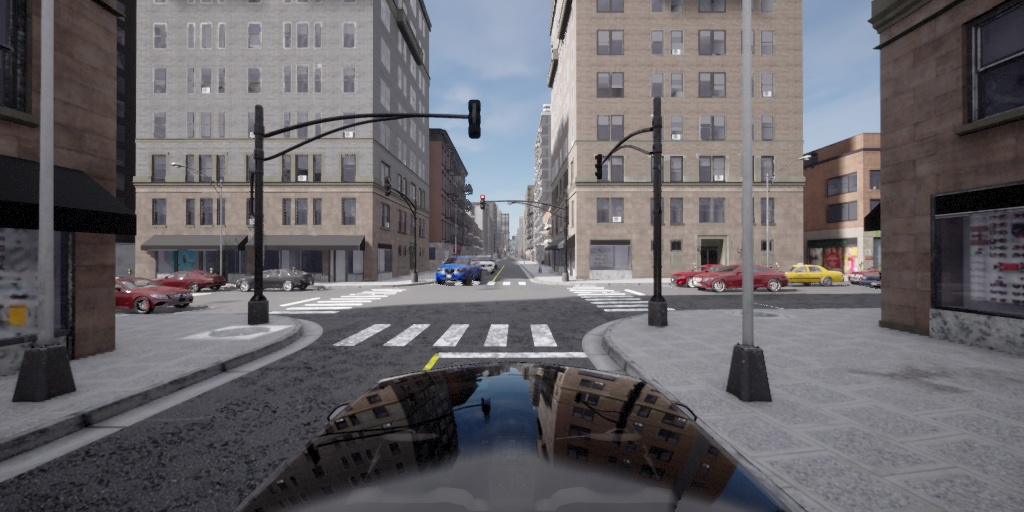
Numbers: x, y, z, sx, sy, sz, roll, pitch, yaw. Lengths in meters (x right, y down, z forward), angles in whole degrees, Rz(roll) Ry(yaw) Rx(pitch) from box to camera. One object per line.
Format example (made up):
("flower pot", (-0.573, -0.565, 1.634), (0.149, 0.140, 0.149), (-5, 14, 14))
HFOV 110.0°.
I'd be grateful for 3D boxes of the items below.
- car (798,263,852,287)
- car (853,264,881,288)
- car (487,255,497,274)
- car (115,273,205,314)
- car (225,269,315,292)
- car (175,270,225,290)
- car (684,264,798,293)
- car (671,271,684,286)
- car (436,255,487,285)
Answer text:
("car", (17.454, 1.120, 21.993), (4.829, 1.417, 1.751), (0, 0, 0))
("car", (22.090, 1.087, 19.207), (5.357, 1.411, 2.033), (-1, 0, 1))
("car", (-3.131, 0.950, 40.493), (2.150, 2.045, 5.566), (0, 1, -1))
("car", (-14.660, 1.453, 13.674), (4.207, 1.307, 1.802), (0, 0, 0))
("car", (-14.631, 1.461, 22.200), (4.403, 1.370, 2.007), (0, 0, 0))
("car", (-20.159, 1.548, 22.236), (4.207, 1.307, 1.802), (0, 0, 0))
("car", (12.188, 1.160, 19.272), (4.674, 1.442, 1.812), (-1, 0, 1))
("car", (12.132, 1.193, 22.027), (4.507, 1.381, 1.888), (0, 0, 0))
("car", (-3.750, 0.982, 26.635), (2.150, 2.045, 5.566), (0, 0, 9))
